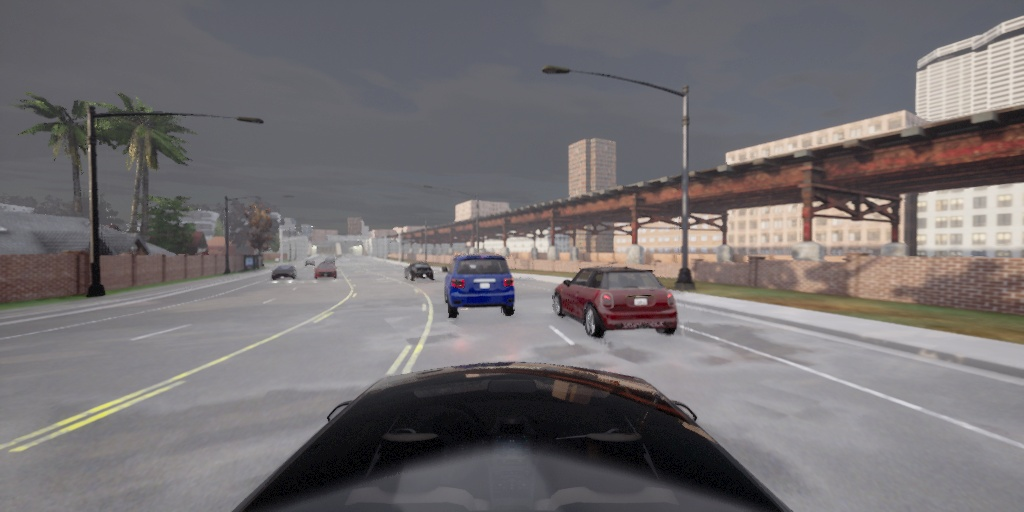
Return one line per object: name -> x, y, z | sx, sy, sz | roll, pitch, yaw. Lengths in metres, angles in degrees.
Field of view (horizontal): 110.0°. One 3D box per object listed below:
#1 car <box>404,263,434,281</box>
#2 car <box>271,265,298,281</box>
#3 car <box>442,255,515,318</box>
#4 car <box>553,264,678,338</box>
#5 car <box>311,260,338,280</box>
car -> -8.005, 1.324, 30.685 | 1.837, 1.490, 4.892 | -1, 0, -26
car -> -21.881, 1.567, 34.693 | 2.033, 1.411, 5.357 | -1, 0, -27
car -> -1.373, 0.979, 13.419 | 2.150, 2.045, 5.566 | 0, 0, -12
car -> 2.659, 1.073, 10.341 | 2.097, 1.767, 4.553 | -1, 0, -8
car -> -17.943, 1.438, 34.650 | 1.882, 1.535, 5.008 | -1, 0, -26
